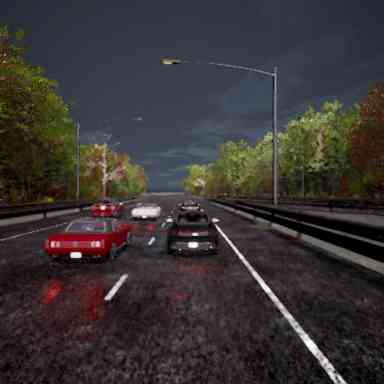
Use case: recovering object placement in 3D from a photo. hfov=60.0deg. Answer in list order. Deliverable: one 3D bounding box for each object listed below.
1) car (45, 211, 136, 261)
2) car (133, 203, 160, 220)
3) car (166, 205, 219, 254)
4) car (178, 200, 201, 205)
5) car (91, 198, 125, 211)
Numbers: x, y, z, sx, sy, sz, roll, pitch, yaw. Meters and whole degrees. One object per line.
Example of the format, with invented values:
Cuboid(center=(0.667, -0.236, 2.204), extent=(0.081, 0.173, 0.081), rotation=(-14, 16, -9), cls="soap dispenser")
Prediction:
Cuboid(center=(-3.466, 1.589, 12.133), extent=(1.895, 1.301, 4.718), rotation=(0, 0, 0), cls="car")
Cuboid(center=(-3.677, 1.585, 27.633), extent=(1.895, 1.301, 4.718), rotation=(0, 0, -1), cls="car")
Cuboid(center=(0.020, 1.492, 13.407), extent=(1.837, 1.490, 4.892), rotation=(0, 0, 0), cls="car")
Cuboid(center=(-0.209, 1.475, 29.183), extent=(2.128, 1.511, 4.902), rotation=(0, 0, -1), cls="car")
Cuboid(center=(-7.206, 1.337, 28.883), extent=(2.097, 1.767, 4.553), rotation=(0, 0, -1), cls="car")
